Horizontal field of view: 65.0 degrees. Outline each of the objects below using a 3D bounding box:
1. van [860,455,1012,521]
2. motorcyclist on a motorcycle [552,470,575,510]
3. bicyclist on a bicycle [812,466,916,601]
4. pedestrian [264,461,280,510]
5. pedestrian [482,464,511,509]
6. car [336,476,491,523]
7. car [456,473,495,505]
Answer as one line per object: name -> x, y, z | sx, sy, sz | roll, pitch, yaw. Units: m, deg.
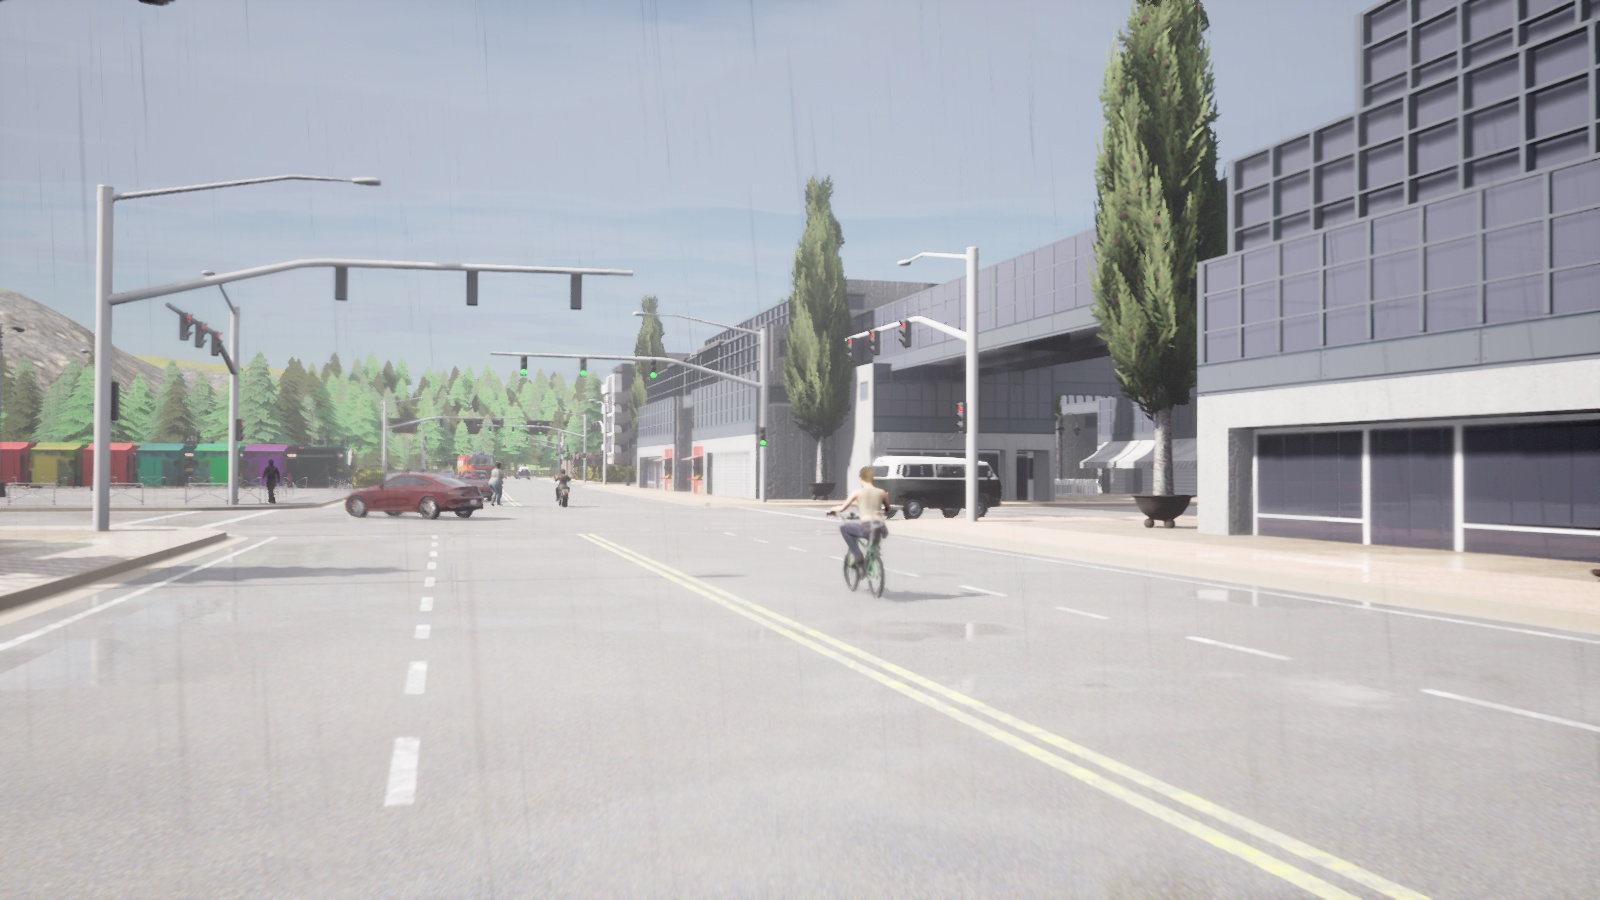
van -> 4.417, 1.203, 40.757 | 4.480, 2.038, 2.069 | 0, -2, -27
motorcyclist on a motorcycle -> -10.153, 1.708, 53.795 | 0.766, 1.649, 2.350 | 0, -1, -16
bicyclist on a bicycle -> 0.785, 1.014, 15.870 | 0.866, 1.612, 1.509 | 0, -1, -16
pedestrian -> -21.071, 1.398, 50.140 | 0.395, 1.930, 0.692 | 0, -1, -4
pedestrian -> -12.726, 1.527, 52.652 | 0.900, 1.855, 0.874 | 0, -1, -37
car -> -12.365, 1.564, 40.174 | 4.674, 1.442, 1.812 | -1, -1, 23
car -> -15.908, 1.890, 61.619 | 1.789, 1.549, 3.705 | 0, -1, -15
